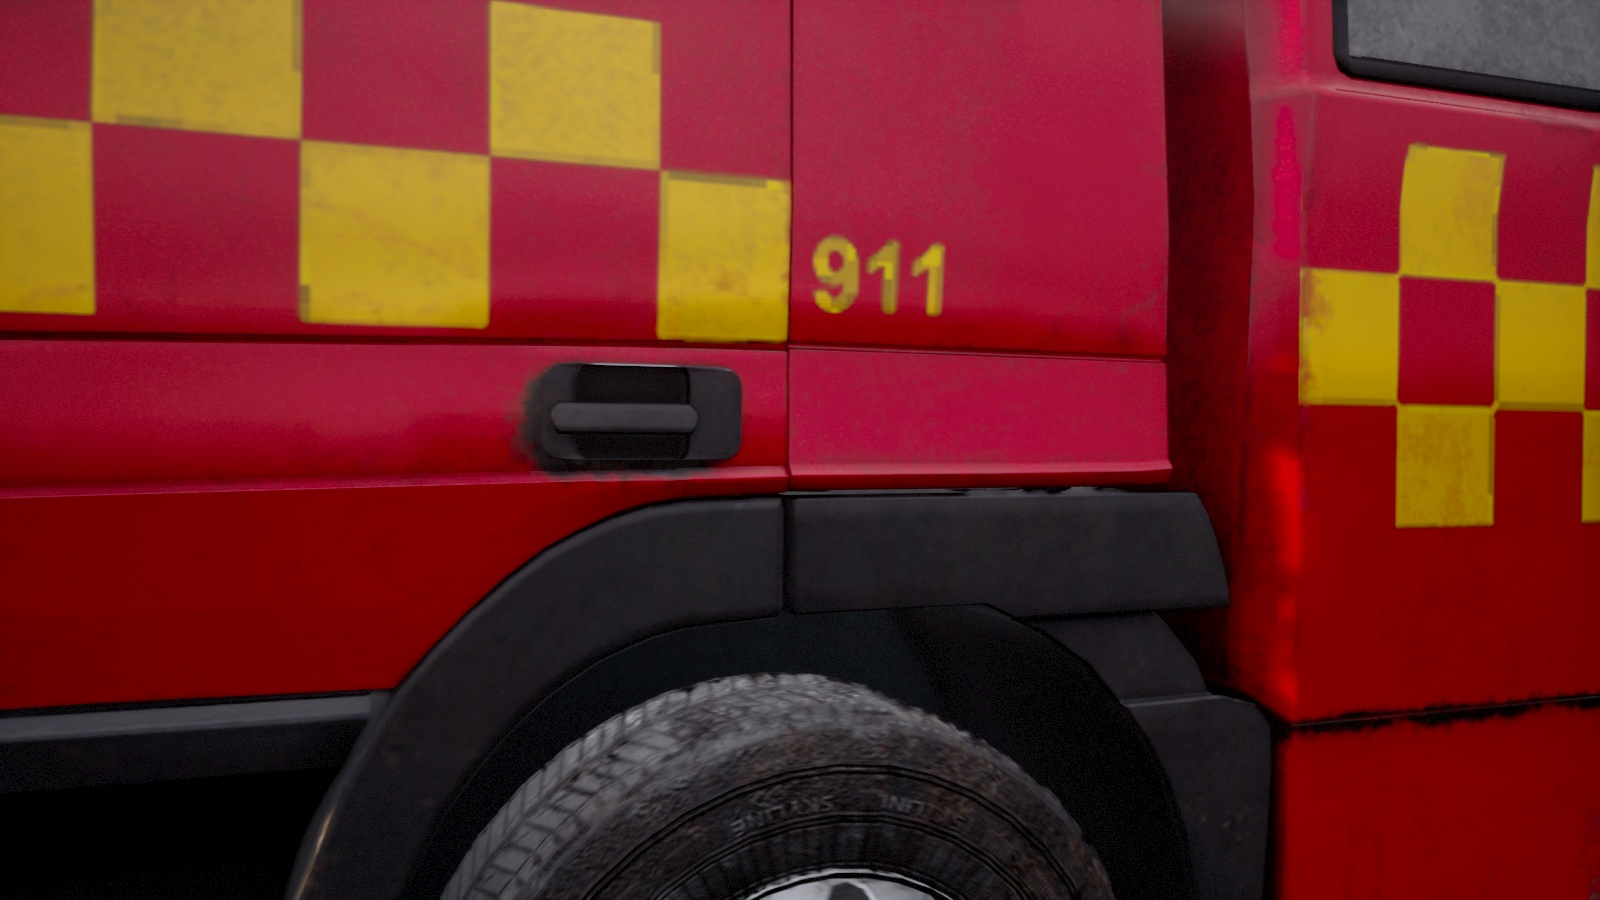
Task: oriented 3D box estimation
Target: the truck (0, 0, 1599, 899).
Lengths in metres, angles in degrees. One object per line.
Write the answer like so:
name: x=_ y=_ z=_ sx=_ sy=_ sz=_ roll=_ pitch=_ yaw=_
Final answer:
truck: x=1.721 y=-0.448 z=3.878 sx=8.468 sy=3.827 sz=2.891 roll=-1 pitch=1 yaw=-21
